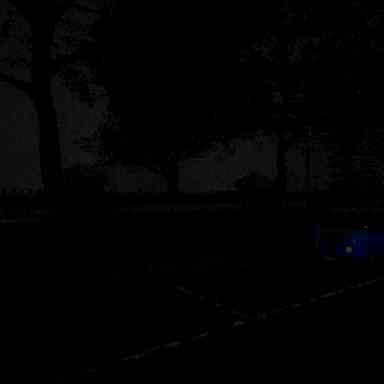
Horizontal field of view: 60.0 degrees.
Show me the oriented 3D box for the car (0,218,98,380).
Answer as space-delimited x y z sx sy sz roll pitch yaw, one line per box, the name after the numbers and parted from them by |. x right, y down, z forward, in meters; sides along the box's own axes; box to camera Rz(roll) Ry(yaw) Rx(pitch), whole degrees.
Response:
-3.661 1.317 3.948 5.009 1.841 2.192 0 0 -36 | car

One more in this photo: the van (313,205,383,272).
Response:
5.501 1.329 10.494 3.998 1.788 1.690 0 0 -36 | van
